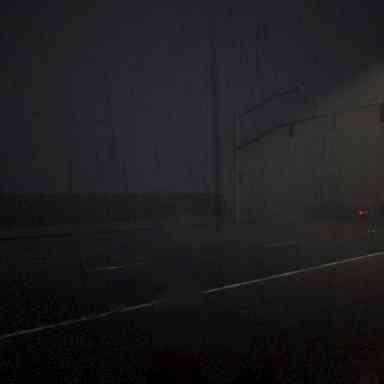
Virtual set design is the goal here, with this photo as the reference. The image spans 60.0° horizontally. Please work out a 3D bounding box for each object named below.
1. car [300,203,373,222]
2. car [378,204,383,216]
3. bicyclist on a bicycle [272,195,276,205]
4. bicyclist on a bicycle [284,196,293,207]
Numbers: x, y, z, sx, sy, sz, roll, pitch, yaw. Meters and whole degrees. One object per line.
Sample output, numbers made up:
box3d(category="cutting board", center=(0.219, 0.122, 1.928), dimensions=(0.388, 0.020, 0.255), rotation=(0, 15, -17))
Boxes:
box3d(category="car", center=(11.271, 1.546, 26.394), dimensions=(2.033, 1.411, 5.357), rotation=(0, 0, -37))
box3d(category="car", center=(17.037, 1.220, 24.756), dimensions=(2.150, 2.045, 5.566), rotation=(0, 0, -39))
box3d(category="bicyclist on a bicycle", center=(13.420, 1.298, 54.421), dimensions=(0.582, 1.620, 1.656), rotation=(0, 0, 21))
box3d(category="bicyclist on a bicycle", center=(14.422, 1.451, 49.513), dimensions=(1.656, 1.620, 0.582), rotation=(0, 0, -23))
